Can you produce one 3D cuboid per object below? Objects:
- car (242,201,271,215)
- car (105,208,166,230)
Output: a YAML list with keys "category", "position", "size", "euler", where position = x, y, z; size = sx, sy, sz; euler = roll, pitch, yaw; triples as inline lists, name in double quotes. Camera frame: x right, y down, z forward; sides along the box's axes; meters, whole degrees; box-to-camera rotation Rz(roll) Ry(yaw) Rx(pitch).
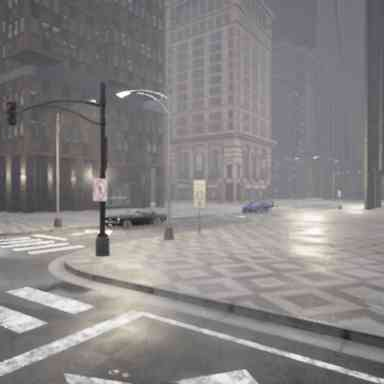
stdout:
- category: "car"
  position: [7.659, 1.811, 39.303]
  size: [1.882, 1.535, 5.008]
  euler: [0, 0, 36]
- category: "car"
  position: [-3.949, 1.815, 23.047]
  size: [1.895, 1.301, 4.718]
  euler: [0, 0, 36]
